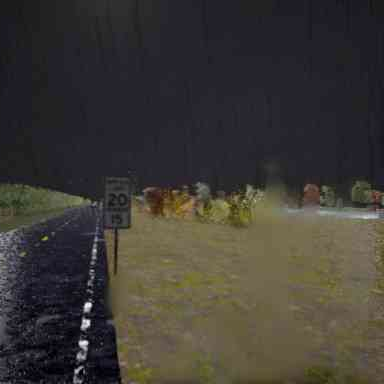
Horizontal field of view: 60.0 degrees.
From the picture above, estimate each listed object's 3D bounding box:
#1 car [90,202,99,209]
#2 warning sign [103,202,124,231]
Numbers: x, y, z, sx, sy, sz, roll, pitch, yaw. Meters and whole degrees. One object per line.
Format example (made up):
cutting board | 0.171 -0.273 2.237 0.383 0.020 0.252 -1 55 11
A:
car | -24.878 3.554 84.217 1.994 1.385 4.181 1 -2 -15
warning sign | -5.267 1.634 22.245 1.300 1.860 1.060 1 -2 -15
